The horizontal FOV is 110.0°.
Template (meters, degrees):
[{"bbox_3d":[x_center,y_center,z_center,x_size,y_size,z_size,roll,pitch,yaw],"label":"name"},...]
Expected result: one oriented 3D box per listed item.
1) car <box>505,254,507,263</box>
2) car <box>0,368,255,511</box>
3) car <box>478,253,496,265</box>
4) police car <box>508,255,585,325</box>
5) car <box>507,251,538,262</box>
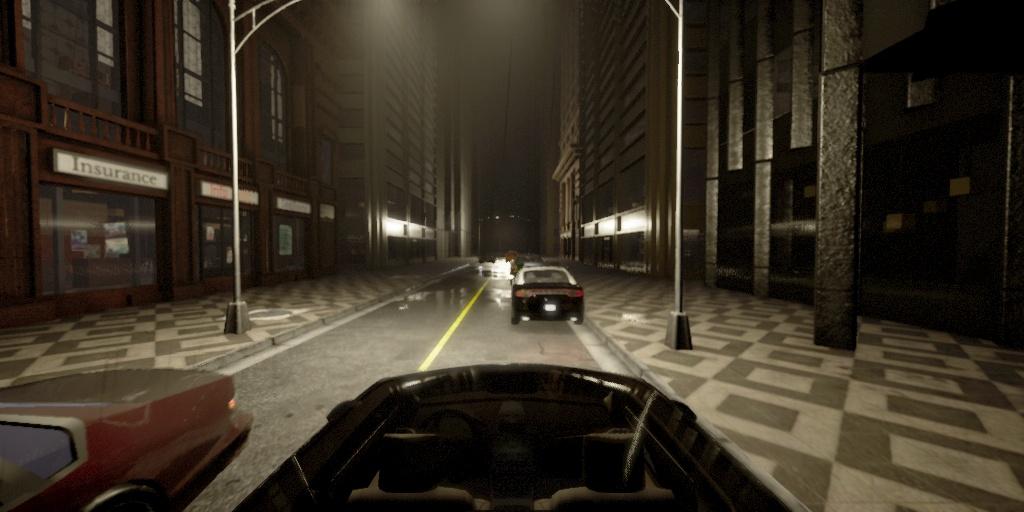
[{"bbox_3d":[0.080,0.131,49.958,1.882,1.535,5.008,0,1,1],"label":"car"},{"bbox_3d":[-3.099,1.323,0.619,2.033,1.411,5.357,0,1,0],"label":"car"},{"bbox_3d":[-3.046,0.308,44.043,1.812,1.442,4.674,0,1,0],"label":"car"},{"bbox_3d":[0.909,0.955,11.047,1.930,1.638,5.238,0,1,0],"label":"police car"},{"bbox_3d":[0.918,0.653,20.904,2.097,1.767,4.553,0,1,0],"label":"car"}]
